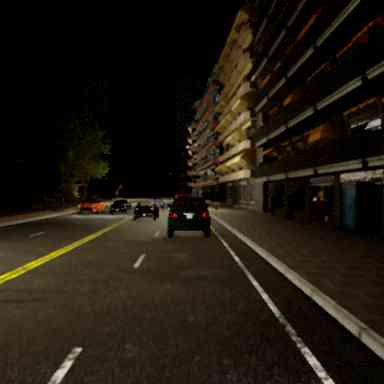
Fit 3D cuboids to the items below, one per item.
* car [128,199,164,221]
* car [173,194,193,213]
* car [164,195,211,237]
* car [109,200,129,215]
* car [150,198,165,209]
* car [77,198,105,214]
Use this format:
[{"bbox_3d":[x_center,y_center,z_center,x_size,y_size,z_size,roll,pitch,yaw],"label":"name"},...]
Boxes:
[{"bbox_3d":[-3.805,1.556,28.245,2.128,1.511,4.902,0,0,-2],"label":"car"},{"bbox_3d":[-1.105,1.307,39.089,2.150,2.045,5.566,0,0,-3],"label":"car"},{"bbox_3d":[-0.194,1.261,18.504,2.150,2.045,5.566,0,0,-2],"label":"car"},{"bbox_3d":[-7.551,1.591,35.419,1.837,1.490,4.892,0,0,-3],"label":"car"},{"bbox_3d":[-4.962,1.659,48.248,2.033,1.411,5.357,0,0,-4],"label":"car"},{"bbox_3d":[-10.824,1.442,35.849,2.097,1.767,4.553,0,0,-3],"label":"car"}]
